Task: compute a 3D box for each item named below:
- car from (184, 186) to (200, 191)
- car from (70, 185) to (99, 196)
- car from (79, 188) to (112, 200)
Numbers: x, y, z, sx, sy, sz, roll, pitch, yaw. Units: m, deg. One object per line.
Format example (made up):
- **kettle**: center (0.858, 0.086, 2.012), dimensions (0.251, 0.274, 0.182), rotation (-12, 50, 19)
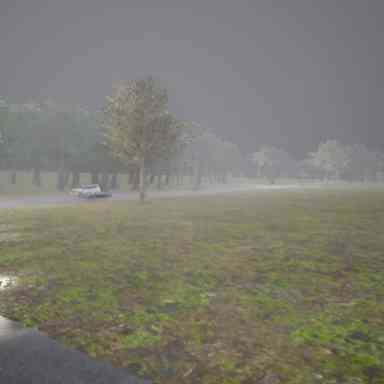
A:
- **car**: center (0.007, -0.978, 88.230), dimensions (2.033, 1.411, 5.357), rotation (4, 4, 35)
- **car**: center (-19.476, -0.260, 61.003), dimensions (2.150, 2.045, 5.566), rotation (4, 5, 35)
- **car**: center (-15.488, 0.559, 54.598), dimensions (1.895, 1.301, 4.718), rotation (4, 4, 35)
